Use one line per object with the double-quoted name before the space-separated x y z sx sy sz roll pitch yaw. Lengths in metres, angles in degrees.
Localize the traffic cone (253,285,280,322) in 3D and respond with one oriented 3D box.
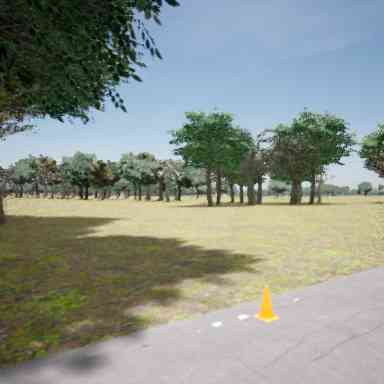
"traffic cone" 1.340 1.960 5.965 0.340 0.580 0.340 0 0 -36
